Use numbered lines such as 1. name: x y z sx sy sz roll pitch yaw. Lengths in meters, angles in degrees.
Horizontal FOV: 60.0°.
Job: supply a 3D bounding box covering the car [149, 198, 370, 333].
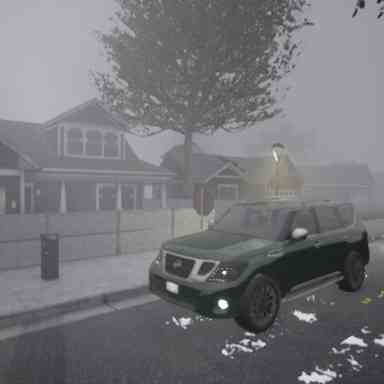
1. car: 1.789 1.180 7.172 5.566 2.045 2.150 0 1 -40
